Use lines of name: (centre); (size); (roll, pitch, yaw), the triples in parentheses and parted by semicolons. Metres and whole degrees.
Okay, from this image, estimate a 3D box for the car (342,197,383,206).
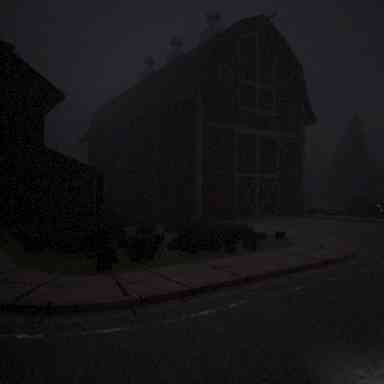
car: (18.272, 1.363, 35.134); (2.097, 1.767, 4.553); (0, 0, -34)
